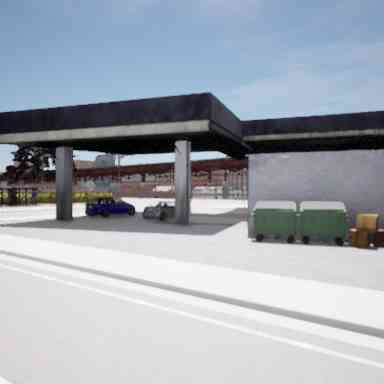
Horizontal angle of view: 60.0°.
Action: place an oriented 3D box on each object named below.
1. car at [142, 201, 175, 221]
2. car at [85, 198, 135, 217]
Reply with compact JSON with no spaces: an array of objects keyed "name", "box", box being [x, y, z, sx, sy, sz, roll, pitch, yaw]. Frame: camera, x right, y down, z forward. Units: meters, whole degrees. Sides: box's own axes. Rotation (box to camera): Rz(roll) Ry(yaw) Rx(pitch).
[{"name":"car","box":[-2.094,1.472,26.791,1.970,1.475,3.806,0,0,37]},{"name":"car","box":[-7.169,1.316,29.591,2.242,1.667,4.611,0,0,37]}]
